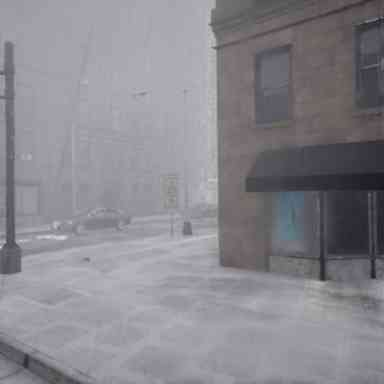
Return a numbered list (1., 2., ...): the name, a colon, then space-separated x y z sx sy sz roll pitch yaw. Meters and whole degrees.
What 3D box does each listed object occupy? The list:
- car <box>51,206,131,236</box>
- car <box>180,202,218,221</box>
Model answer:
1. car: -5.797 1.614 19.602 2.128 1.511 4.902 -1 -1 37
2. car: 0.936 1.660 29.084 2.128 1.511 4.902 -1 -1 35
